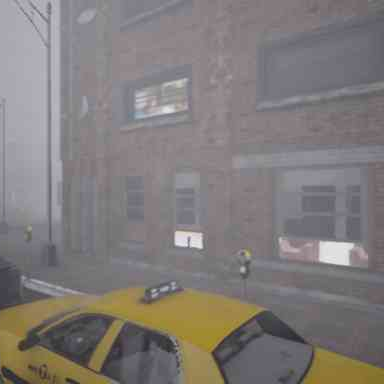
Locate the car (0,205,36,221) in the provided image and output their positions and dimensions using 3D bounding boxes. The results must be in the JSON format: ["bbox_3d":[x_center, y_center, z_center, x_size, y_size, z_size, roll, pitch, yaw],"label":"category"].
[{"bbox_3d":[-16.249,1.813,29.126,1.752,1.417,4.829,-1,-2,35],"label":"car"}]

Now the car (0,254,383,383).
[{"bbox_3d":[-0.499,1.524,3.230,4.829,1.417,1.752,0,0,35],"label":"car"}]
